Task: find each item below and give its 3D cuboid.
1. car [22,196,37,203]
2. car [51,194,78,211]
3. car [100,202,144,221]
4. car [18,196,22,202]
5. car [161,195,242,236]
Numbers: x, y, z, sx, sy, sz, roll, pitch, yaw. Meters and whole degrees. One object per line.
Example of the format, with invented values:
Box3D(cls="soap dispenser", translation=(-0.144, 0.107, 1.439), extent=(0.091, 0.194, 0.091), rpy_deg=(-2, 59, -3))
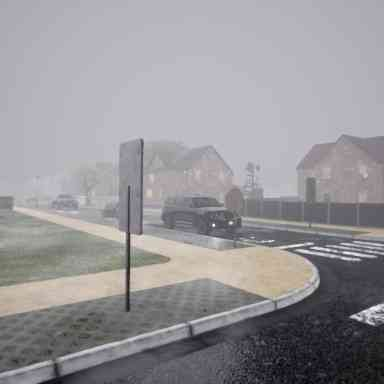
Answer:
Box3D(cls="car", translation=(-35.084, 1.563, 72.781), extent=(2.128, 1.511, 4.902), rpy_deg=(1, -1, -36))
Box3D(cls="car", translation=(-15.983, 1.219, 41.588), extent=(2.150, 2.045, 5.566), rpy_deg=(1, -1, -35))
Box3D(cls="car", translation=(-5.964, 1.525, 27.650), extent=(2.033, 1.411, 5.357), rpy_deg=(1, 0, -36))
Box3D(cls="car", translation=(-41.094, 1.708, 81.085), extent=(2.128, 1.511, 4.902), rpy_deg=(1, -1, -36))
Box3D(cls="car", translation=(0.342, 1.206, 18.937), extent=(2.150, 2.045, 5.566), rpy_deg=(1, 0, -36))
